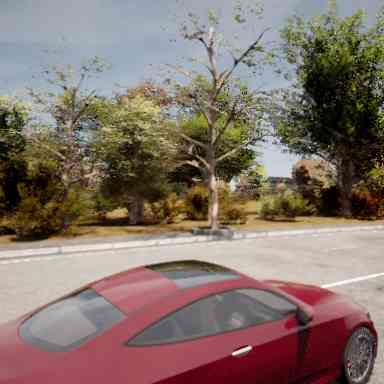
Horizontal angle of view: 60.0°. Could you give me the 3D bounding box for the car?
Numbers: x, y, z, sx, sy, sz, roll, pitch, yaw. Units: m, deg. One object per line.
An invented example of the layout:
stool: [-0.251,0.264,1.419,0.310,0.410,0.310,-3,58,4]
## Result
car: [0.156,1.524,3.690,4.674,1.442,1.812,0,0,-35]
